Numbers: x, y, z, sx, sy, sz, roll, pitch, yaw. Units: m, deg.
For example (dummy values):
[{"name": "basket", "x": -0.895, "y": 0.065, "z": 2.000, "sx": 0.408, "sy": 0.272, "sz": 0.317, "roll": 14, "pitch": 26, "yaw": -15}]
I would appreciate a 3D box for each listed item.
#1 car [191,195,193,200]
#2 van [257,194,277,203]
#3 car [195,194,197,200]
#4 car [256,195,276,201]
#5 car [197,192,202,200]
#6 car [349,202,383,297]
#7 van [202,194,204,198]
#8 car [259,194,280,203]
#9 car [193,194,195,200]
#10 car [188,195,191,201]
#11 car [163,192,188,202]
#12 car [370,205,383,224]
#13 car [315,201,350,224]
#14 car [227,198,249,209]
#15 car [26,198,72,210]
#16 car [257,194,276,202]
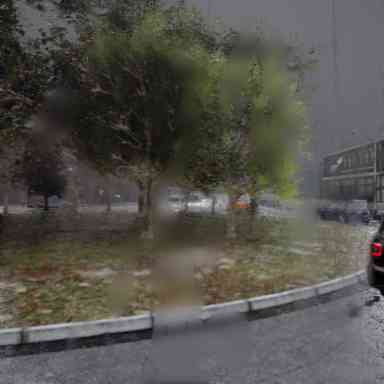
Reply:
[{"name": "car", "x": -2.927, "y": 1.463, "z": 78.328, "sx": 4.674, "sy": 1.452, "sz": 2.002, "roll": 0, "pitch": 0, "yaw": 11}, {"name": "van", "x": 16.944, "y": 1.368, "z": 75.544, "sx": 4.442, "sy": 1.987, "sz": 1.878, "roll": 0, "pitch": 1, "yaw": 11}, {"name": "car", "x": -1.903, "y": 1.387, "z": 83.751, "sx": 4.892, "sy": 1.521, "sz": 2.231, "roll": 0, "pitch": 0, "yaw": 11}, {"name": "car", "x": 18.618, "y": 1.522, "z": 83.717, "sx": 5.008, "sy": 1.535, "sz": 2.097, "roll": 0, "pitch": 1, "yaw": 11}, {"name": "car", "x": -0.891, "y": 1.087, "z": 89.169, "sx": 5.566, "sy": 2.045, "sz": 2.435, "roll": 0, "pitch": 1, "yaw": 11}, {"name": "car", "x": 6.097, "y": 1.290, "z": 7.050, "sx": 5.566, "sy": 2.045, "sz": 2.150, "roll": 1, "pitch": 0, "yaw": -31}, {"name": "van", "x": 0.283, "y": 1.065, "z": 94.560, "sx": 4.442, "sy": 1.987, "sz": 1.878, "roll": 0, "pitch": 1, "yaw": 11}, {"name": "car", "x": 15.460, "y": 1.658, "z": 67.335, "sx": 4.792, "sy": 1.488, "sz": 2.163, "roll": 0, "pitch": 0, "yaw": 11}, {"name": "car", "x": -2.382, "y": 1.280, "z": 81.030, "sx": 4.553, "sy": 1.767, "sz": 2.185, "roll": 0, "pitch": 0, "yaw": 11}, {"name": "car", "x": -3.450, "y": 1.440, "z": 75.622, "sx": 5.008, "sy": 1.535, "sz": 2.097, "roll": 0, "pitch": 0, "yaw": 11}, {"name": "car", "x": -3.930, "y": 1.327, "z": 72.900, "sx": 4.553, "sy": 1.767, "sz": 2.185, "roll": 0, "pitch": 0, "yaw": 11}, {"name": "car", "x": 15.615, "y": 1.718, "z": 24.173, "sx": 2.033, "sy": 1.411, "sz": 5.357, "roll": 0, "pitch": -1, "yaw": -6}, {"name": "car", "x": 11.751, "y": 1.518, "z": 26.306, "sx": 2.097, "sy": 1.767, "sz": 4.553, "roll": 0, "pitch": 0, "yaw": -12}, {"name": "car", "x": 6.033, "y": 1.502, "z": 44.064, "sx": 2.097, "sy": 1.767, "sz": 4.553, "roll": 1, "pitch": 0, "yaw": -4}, {"name": "car", "x": -17.920, "y": 1.493, "z": 42.083, "sx": 5.357, "sy": 1.411, "sz": 2.033, "roll": 1, "pitch": 0, "yaw": -22}, {"name": "car", "x": 18.109, "y": 1.424, "z": 80.857, "sx": 4.553, "sy": 1.767, "sz": 2.185, "roll": 0, "pitch": 1, "yaw": 11}]
